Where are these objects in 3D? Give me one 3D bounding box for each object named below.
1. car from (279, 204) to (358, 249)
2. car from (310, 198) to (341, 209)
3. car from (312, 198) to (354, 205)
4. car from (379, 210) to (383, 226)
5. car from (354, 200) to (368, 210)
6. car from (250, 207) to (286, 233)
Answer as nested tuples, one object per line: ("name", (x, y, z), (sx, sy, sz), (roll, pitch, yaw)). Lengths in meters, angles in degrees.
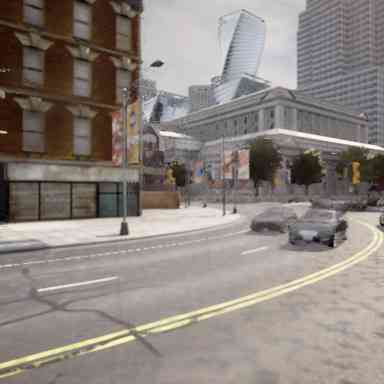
("car", (5.934, 1.550, 15.203), (2.128, 1.511, 4.902), (0, 0, 34))
("car", (20.412, 1.712, 51.090), (2.002, 1.452, 4.674), (0, 0, -17))
("car", (15.810, 1.633, 37.660), (2.128, 1.511, 4.902), (0, 0, -1))
("car", (13.210, 1.593, 21.103), (1.812, 1.442, 4.674), (0, 0, 23))
("car", (21.829, 1.756, 45.537), (1.895, 1.301, 4.718), (0, 0, -7))
("car", (5.215, 1.632, 20.245), (2.033, 1.411, 5.357), (0, 0, 29))
